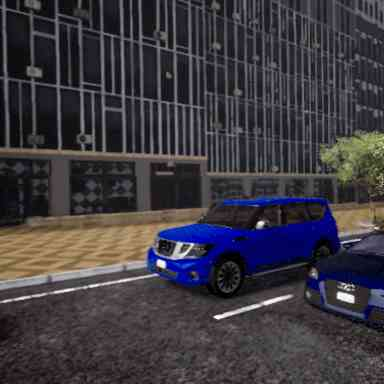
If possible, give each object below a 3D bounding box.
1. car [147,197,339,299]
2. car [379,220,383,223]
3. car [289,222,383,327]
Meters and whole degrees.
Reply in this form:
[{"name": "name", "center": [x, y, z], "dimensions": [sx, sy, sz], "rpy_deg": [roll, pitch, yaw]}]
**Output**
[{"name": "car", "center": [1.607, 1.170, 8.738], "dimensions": [5.566, 2.045, 2.150], "rpy_deg": [-1, 0, -35]}, {"name": "car", "center": [10.158, 1.411, 14.800], "dimensions": [5.357, 1.411, 2.033], "rpy_deg": [-1, 0, -35]}, {"name": "car", "center": [4.117, 1.507, 6.529], "dimensions": [4.181, 1.385, 1.994], "rpy_deg": [-1, 0, -35]}]
